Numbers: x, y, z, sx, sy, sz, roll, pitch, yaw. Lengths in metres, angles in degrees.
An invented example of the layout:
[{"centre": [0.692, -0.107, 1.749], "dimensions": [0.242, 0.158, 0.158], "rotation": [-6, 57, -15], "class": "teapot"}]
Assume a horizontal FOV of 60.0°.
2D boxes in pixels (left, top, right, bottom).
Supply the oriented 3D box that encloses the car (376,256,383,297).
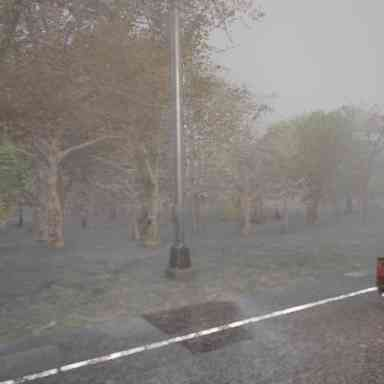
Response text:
[{"centre": [6.224, 1.645, 7.463], "dimensions": [5.008, 1.535, 1.882], "rotation": [0, -3, -31], "class": "car"}]
